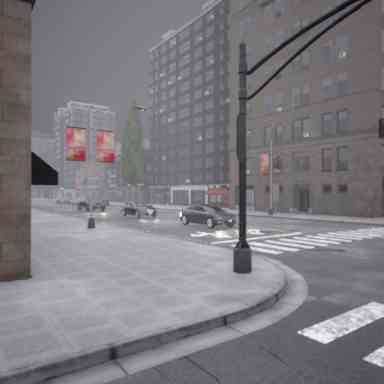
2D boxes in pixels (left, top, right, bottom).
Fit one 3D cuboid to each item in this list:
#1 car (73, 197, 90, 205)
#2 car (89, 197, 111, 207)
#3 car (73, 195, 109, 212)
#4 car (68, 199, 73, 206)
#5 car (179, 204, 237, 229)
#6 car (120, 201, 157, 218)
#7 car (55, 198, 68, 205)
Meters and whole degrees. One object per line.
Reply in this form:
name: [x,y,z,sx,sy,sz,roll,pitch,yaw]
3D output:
car: [-21.937,1.772,66.089,1.837,1.490,4.892,0,0,-36]
car: [-15.993,1.725,57.816,2.128,1.511,4.902,0,0,-36]
car: [-12.727,1.385,41.828,2.150,2.045,5.566,0,-1,-35]
car: [-19.107,1.792,56.586,1.994,1.385,4.181,0,0,-36]
car: [0.993,1.577,22.714,1.837,1.490,4.892,0,0,-35]
car: [-5.047,1.603,31.114,2.128,1.511,4.902,0,0,-36]
car: [-25.311,1.813,65.207,2.033,1.411,5.357,0,0,-36]
